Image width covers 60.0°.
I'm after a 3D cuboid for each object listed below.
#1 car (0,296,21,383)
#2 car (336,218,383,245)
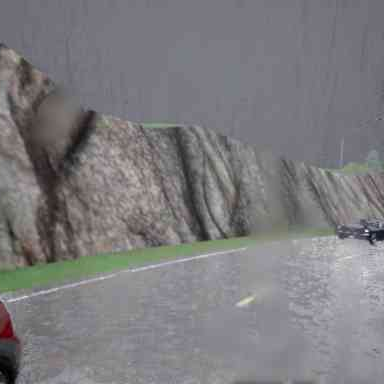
[{"bbox_3d":[-3.212,1.185,1.580,2.097,1.767,4.553,3,0,18],"label":"car"},{"bbox_3d":[10.255,2.196,19.396,4.718,1.301,1.895,3,0,-42],"label":"car"}]
